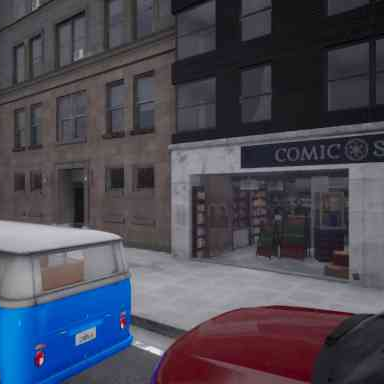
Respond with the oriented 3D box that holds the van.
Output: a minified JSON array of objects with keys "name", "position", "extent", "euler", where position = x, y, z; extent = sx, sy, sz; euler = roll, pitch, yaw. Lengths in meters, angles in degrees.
[{"name":"van","position":[-2.665,1.341,4.718],"extent":[3.998,1.788,1.690],"euler":[0,0,36]}]

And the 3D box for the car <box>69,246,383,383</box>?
[{"name":"car","position":[1.955,1.315,1.415],"extent":[5.009,1.841,2.192],"euler":[0,0,36]}]
